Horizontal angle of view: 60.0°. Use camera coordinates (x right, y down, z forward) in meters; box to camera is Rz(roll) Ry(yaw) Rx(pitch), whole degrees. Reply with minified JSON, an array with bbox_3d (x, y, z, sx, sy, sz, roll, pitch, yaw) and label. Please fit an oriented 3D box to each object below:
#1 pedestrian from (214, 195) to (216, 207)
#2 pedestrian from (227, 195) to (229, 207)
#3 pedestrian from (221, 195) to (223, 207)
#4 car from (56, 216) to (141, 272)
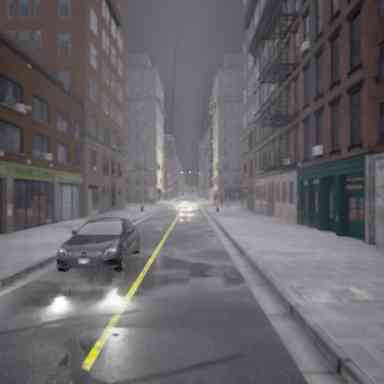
[{"bbox_3d":[3.499,1.393,51.119,0.375,1.860,0.375,0,0,0],"label":"pedestrian"},{"bbox_3d":[5.499,1.390,50.520,0.375,1.860,0.375,0,0,0],"label":"pedestrian"},{"bbox_3d":[4.499,1.386,49.920,0.375,1.860,0.375,0,0,0],"label":"pedestrian"},{"bbox_3d":[-2.854,1.580,11.093,1.812,1.442,4.674,0,0,0],"label":"car"}]
